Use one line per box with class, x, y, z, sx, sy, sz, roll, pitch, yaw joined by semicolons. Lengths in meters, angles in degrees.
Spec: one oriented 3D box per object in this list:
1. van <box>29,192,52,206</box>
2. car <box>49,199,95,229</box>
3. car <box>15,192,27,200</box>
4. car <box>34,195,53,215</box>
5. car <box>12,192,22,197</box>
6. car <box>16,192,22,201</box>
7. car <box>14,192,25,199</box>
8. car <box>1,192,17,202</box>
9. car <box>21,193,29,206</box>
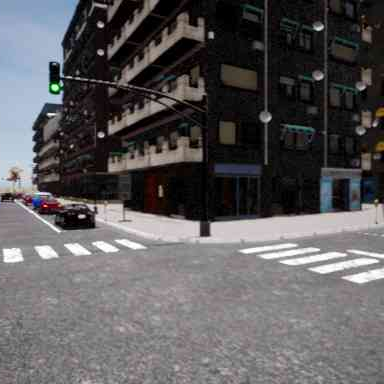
van;-15.380;0.951;34.207;1.690;1.788;3.998;0;1;-30
car;-7.012;1.341;19.809;1.947;1.339;4.313;0;1;-30
car;-34.909;0.760;67.809;1.887;1.381;4.507;0;1;-30
car;-12.591;1.247;29.409;1.802;1.307;4.206;0;1;-30
car;-43.278;0.592;82.209;2.008;1.369;4.403;0;1;-30
car;-26.540;0.938;53.409;2.008;1.369;4.403;0;1;-30
car;-37.698;0.703;72.609;1.887;1.381;4.507;0;1;-30
car;-30.511;0.870;55.330;1.837;1.490;4.892;0;0;-30
car;-20.960;0.939;43.808;1.967;1.590;4.097;0;1;-30
